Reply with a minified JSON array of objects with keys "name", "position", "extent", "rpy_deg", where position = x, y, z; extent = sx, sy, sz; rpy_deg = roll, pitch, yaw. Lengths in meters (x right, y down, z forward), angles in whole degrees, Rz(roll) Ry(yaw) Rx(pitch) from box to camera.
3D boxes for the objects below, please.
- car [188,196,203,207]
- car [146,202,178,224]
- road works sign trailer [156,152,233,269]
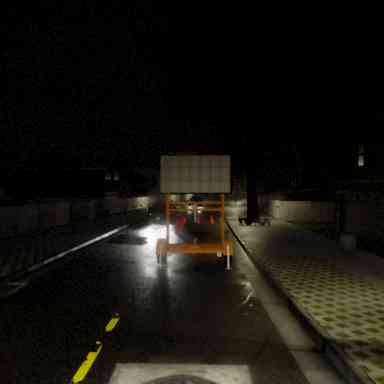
[{"name":"car","position":[0.572,1.477,51.438],"extent":[1.837,1.490,4.892],"rpy_deg":[0,0,8]},{"name":"car","position":[-2.114,1.491,24.612],"extent":[2.128,1.511,4.902],"rpy_deg":[0,0,4]},{"name":"road works sign trailer","position":[0.114,0.464,11.127],"extent":[2.380,3.560,2.880],"rpy_deg":[0,0,2]}]
